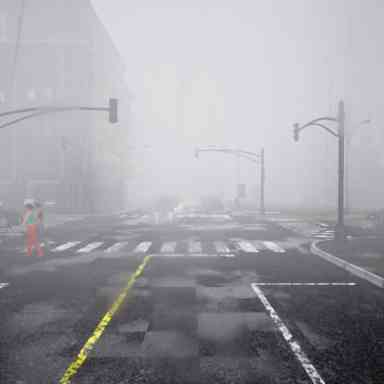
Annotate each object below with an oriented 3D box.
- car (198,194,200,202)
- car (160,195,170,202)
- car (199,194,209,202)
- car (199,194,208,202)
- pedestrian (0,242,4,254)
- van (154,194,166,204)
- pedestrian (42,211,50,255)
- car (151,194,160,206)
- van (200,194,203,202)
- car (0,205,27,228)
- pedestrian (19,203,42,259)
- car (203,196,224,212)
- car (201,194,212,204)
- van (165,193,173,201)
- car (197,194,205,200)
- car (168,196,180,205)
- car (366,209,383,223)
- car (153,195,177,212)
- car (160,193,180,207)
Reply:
[{"bbox_3d":[2.579,1.488,60.678,1.887,1.381,4.507,-1,0,0],"label":"car"},{"bbox_3d":[-5.781,1.467,71.927,1.887,1.381,4.507,-1,0,0],"label":"car"},{"bbox_3d":[2.565,1.363,71.969,1.967,1.590,4.097,-1,0,0],"label":"car"},{"bbox_3d":[2.565,1.351,77.615,1.967,1.590,4.097,-1,0,0],"label":"car"},{"bbox_3d":[-7.088,1.290,11.827,0.375,1.860,0.375,-1,1,0],"label":"pedestrian"},{"bbox_3d":[-5.772,1.284,60.635,1.690,1.788,3.998,-1,0,0],"label":"van"},{"bbox_3d":[-5.697,1.290,12.420,0.375,1.860,0.375,-1,1,0],"label":"pedestrian"},{"bbox_3d":[-5.762,1.518,54.990,1.947,1.339,4.313,-1,0,0],"label":"car"},{"bbox_3d":[2.582,1.293,55.032,1.690,1.788,3.998,-1,0,0],"label":"van"},{"bbox_3d":[-12.999,1.464,21.126,4.892,1.490,1.837,0,1,-3],"label":"car"},{"bbox_3d":[-5.437,1.291,11.224,0.375,1.860,0.375,-1,1,0],"label":"pedestrian"},{"bbox_3d":[2.604,1.519,38.095,1.887,1.381,4.507,-1,0,0],"label":"car"},{"bbox_3d":[2.596,1.407,43.740,1.967,1.590,4.097,-1,0,0],"label":"car"},{"bbox_3d":[-5.796,1.239,83.221,1.690,1.788,3.998,-1,0,0],"label":"van"},{"bbox_3d":[2.576,1.311,94.553,1.967,1.590,4.097,-1,0,0],"label":"car"},{"bbox_3d":[-3.144,1.510,58.595,1.994,1.385,4.181,0,0,0],"label":"car"},{"bbox_3d":[14.824,1.605,23.737,4.181,1.385,1.994,0,1,1],"label":"car"},{"bbox_3d":[-3.139,1.450,39.316,1.882,1.535,5.008,0,0,0],"label":"car"},{"bbox_3d":[-3.145,1.313,48.630,2.097,1.767,4.553,0,0,0],"label":"car"}]
